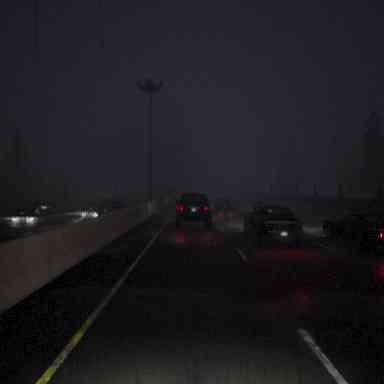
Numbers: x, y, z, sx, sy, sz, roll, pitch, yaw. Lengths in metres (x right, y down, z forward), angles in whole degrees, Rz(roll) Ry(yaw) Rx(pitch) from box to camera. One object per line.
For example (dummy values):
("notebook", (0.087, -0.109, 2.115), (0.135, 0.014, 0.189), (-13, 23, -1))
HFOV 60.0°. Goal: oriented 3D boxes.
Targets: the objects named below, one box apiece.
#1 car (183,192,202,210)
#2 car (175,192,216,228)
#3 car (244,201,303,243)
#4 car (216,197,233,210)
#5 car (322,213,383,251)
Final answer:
("car", (0.100, 0.986, 40.248), (2.150, 2.045, 5.566), (0, 0, 0))
("car", (0.097, 1.093, 21.291), (2.150, 2.045, 5.566), (0, 0, 0))
("car", (3.599, 1.400, 15.397), (2.128, 1.511, 4.902), (0, 0, 0))
("car", (3.595, 1.266, 38.313), (2.128, 1.511, 4.902), (0, 0, 0))
("car", (7.099, 1.520, 13.656), (1.895, 1.301, 4.718), (0, 0, 0))
